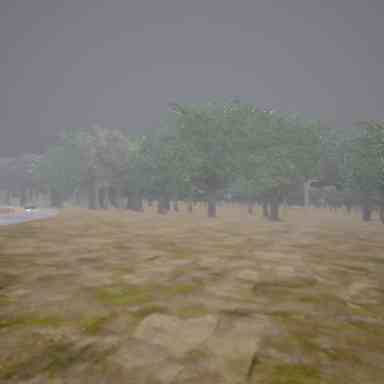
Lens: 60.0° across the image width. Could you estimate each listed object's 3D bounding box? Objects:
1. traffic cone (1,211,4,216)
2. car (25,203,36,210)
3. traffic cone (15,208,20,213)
[{"bbox_3d":[-24.708,2.775,43.413,0.340,0.580,0.340,1,-2,-16],"label":"traffic cone"},{"bbox_3d":[-33.326,2.990,68.491,2.033,1.411,5.357,1,-2,-31],"label":"car"},{"bbox_3d":[-27.802,3.011,52.618,0.340,0.580,0.340,1,-2,-22],"label":"traffic cone"}]
